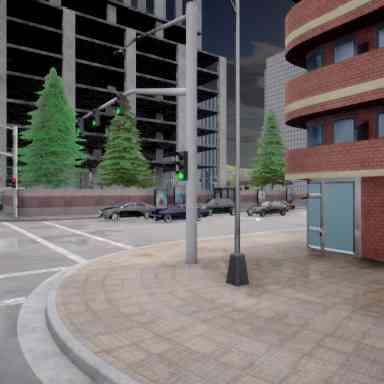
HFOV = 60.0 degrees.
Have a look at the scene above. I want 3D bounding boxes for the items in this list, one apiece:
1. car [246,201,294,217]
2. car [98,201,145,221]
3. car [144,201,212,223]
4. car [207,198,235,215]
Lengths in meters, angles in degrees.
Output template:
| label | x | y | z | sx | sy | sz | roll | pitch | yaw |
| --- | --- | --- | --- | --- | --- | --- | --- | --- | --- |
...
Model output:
| label | x | y | z | sx | sy | sz | roll | pitch | yaw |
| --- | --- | --- | --- | --- | --- | --- | --- | --- | --- |
| car | 7.355 | 1.581 | 32.239 | 4.674 | 1.442 | 1.812 | 0 | 0 | -35 |
| car | -5.288 | 1.547 | 27.587 | 4.902 | 1.511 | 2.128 | 0 | 0 | -35 |
| car | -1.025 | 1.656 | 26.315 | 4.718 | 1.301 | 1.895 | 0 | 0 | -35 |
| car | 2.198 | 1.407 | 32.882 | 4.553 | 1.767 | 2.097 | 0 | 0 | -35 |
